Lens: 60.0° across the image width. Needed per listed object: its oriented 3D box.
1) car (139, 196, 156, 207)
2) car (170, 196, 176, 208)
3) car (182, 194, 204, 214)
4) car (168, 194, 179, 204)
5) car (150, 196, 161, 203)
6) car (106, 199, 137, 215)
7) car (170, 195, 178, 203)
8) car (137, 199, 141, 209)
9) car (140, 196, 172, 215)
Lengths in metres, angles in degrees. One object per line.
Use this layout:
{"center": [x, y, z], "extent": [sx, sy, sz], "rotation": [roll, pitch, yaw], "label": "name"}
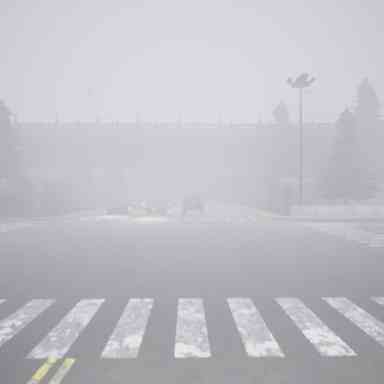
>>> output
{"center": [-7.020, 1.481, 52.993], "extent": [2.128, 1.511, 4.902], "rotation": [0, 0, 0], "label": "car"}
{"center": [-3.552, 1.555, 42.668], "extent": [1.994, 1.385, 4.181], "rotation": [0, 0, 1], "label": "car"}
{"center": [0.125, 1.213, 35.856], "extent": [2.150, 2.045, 5.566], "rotation": [0, 0, 0], "label": "car"}
{"center": [-3.802, 1.339, 66.195], "extent": [2.097, 1.767, 4.553], "rotation": [0, 0, -5], "label": "car"}
{"center": [-7.528, 1.519, 68.874], "extent": [1.812, 1.442, 4.674], "rotation": [0, 0, -11], "label": "car"}
{"center": [-7.110, 1.557, 33.258], "extent": [1.994, 1.385, 4.181], "rotation": [0, 0, 2], "label": "car"}
{"center": [-3.519, 1.590, 52.607], "extent": [1.895, 1.301, 4.718], "rotation": [0, 0, 0], "label": "car"}
{"center": [-7.060, 1.539, 42.496], "extent": [2.033, 1.411, 5.357], "rotation": [0, 0, 0], "label": "car"}
{"center": [-3.567, 1.485, 33.780], "extent": [2.128, 1.511, 4.902], "rotation": [0, 0, 0], "label": "car"}
